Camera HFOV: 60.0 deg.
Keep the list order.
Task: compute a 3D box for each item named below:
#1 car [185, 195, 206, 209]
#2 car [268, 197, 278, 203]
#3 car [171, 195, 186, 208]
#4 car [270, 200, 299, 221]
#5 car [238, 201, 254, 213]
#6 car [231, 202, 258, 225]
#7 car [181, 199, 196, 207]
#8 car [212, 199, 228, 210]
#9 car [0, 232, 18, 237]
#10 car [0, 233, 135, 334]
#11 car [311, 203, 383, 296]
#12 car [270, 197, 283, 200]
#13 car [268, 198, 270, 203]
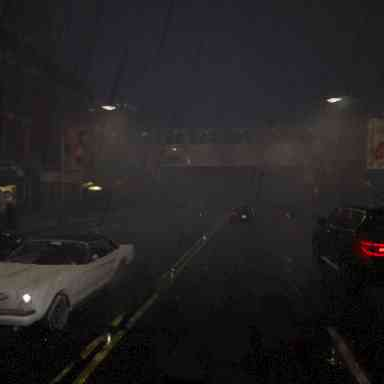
[{"bbox_3d":[0.783,1.603,49.482,2.097,1.767,4.553,0,0,10],"label":"car"},{"bbox_3d":[20.586,2.085,85.057,2.097,1.535,5.008,0,0,9],"label":"car"},{"bbox_3d":[-1.727,1.472,52.497,2.435,2.045,5.566,0,0,9],"label":"car"},{"bbox_3d":[8.222,1.724,29.394,1.837,1.490,4.892,0,0,10],"label":"car"},{"bbox_3d":[6.720,1.867,41.609,1.895,1.301,4.718,0,0,9],"label":"car"},{"bbox_3d":[4.027,1.727,25.532,1.994,1.385,4.181,0,0,9],"label":"car"},{"bbox_3d":[-0.543,1.885,59.795,1.895,1.301,4.718,0,0,9],"label":"car"},{"bbox_3d":[4.153,1.779,48.450,1.837,1.490,4.892,0,0,10],"label":"car"},{"bbox_3d":[-6.199,1.531,7.950,2.033,1.411,5.357,0,0,8],"label":"car"},{"bbox_3d":[-2.795,1.611,6.991,1.895,1.301,4.718,0,0,8],"label":"car"},{"bbox_3d":[4.771,1.309,8.842,2.150,2.045,5.566,0,0,9],"label":"car"},{"bbox_3d":[17.824,1.978,68.080,2.231,1.521,4.892,0,0,19],"label":"car"},{"bbox_3d":[19.654,1.920,78.700,2.185,1.767,4.553,0,0,9],"label":"car"}]
